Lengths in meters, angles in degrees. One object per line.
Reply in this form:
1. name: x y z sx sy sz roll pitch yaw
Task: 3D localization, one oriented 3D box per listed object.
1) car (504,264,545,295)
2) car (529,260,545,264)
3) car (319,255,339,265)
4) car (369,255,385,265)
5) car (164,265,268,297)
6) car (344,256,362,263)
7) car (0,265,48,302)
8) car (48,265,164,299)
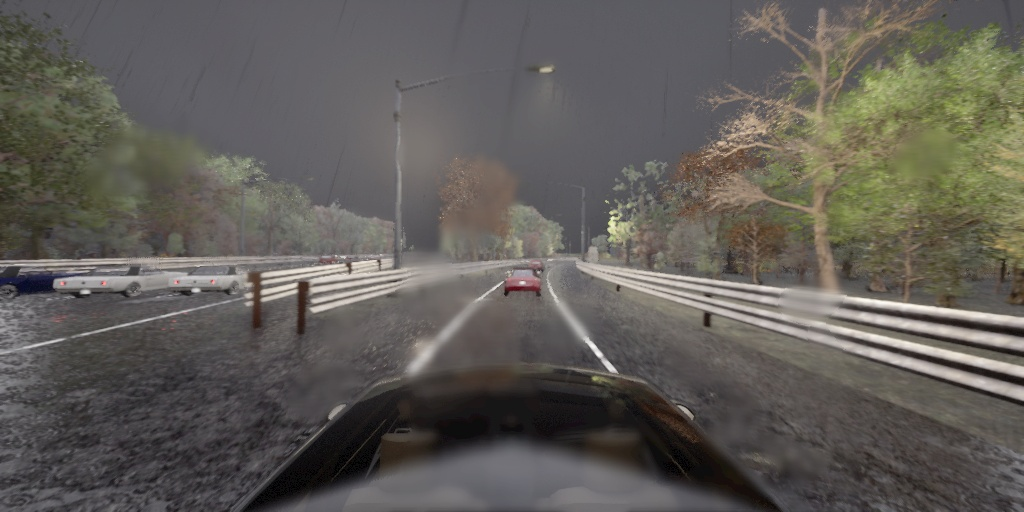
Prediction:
1. car: 0.643 1.321 19.931 1.994 1.385 4.181 0 0 3
2. car: 3.073 1.279 45.237 1.812 1.442 4.674 0 0 9
3. car: -28.456 0.620 55.856 1.882 1.535 5.008 0 0 -12
4. car: -21.729 0.657 57.897 1.882 1.535 5.008 0 0 -12
5. car: -13.143 1.069 16.591 1.895 1.301 4.718 0 0 -12
6. car: -25.054 0.667 56.690 1.837 1.490 4.892 0 0 -12
7. car: -19.844 1.033 14.426 1.895 1.301 4.718 0 0 -12
8. car: -16.533 1.049 15.699 1.895 1.301 4.718 0 0 -12
